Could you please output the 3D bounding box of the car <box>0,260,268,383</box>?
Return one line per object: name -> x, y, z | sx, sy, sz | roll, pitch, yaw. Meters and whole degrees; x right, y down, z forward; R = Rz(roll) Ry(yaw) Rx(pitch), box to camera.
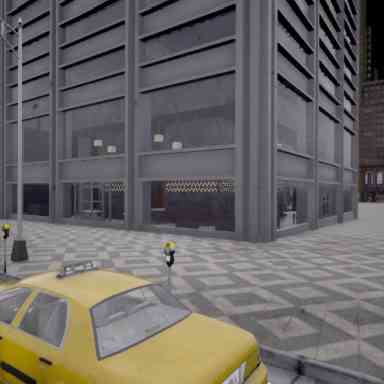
car -> -1.558, 1.525, 4.063 | 4.829, 1.417, 1.752 | 0, 0, 35
